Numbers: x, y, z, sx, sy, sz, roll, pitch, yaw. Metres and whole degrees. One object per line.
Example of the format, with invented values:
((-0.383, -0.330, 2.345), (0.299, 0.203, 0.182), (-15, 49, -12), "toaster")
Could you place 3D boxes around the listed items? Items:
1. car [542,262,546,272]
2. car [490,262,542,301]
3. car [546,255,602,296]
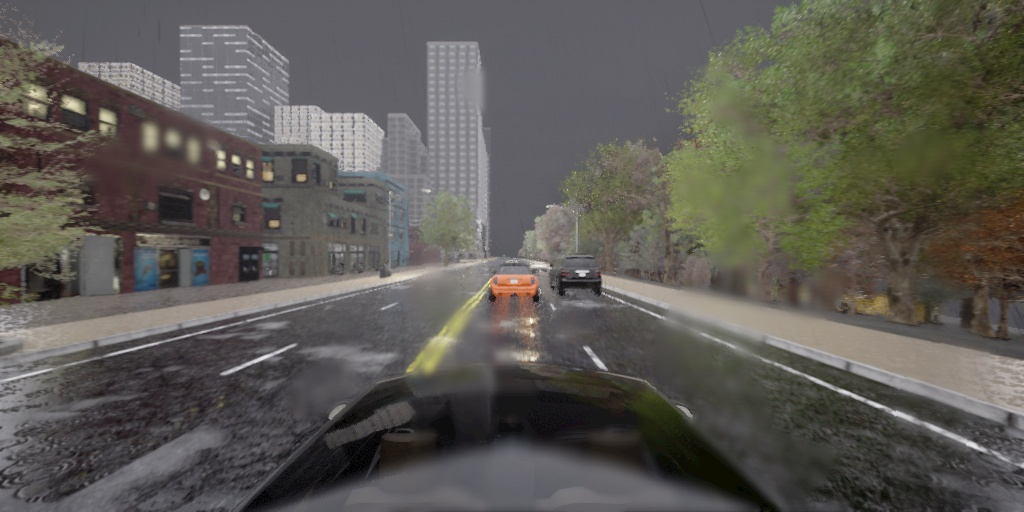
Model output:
((3.329, 1.363, 45.592), (1.895, 1.301, 4.718), (0, 0, 0), "car")
((0.093, 1.108, 17.333), (2.097, 1.767, 4.553), (0, 0, 0), "car")
((3.340, 0.978, 19.672), (2.150, 2.045, 5.566), (0, 0, 0), "car")
